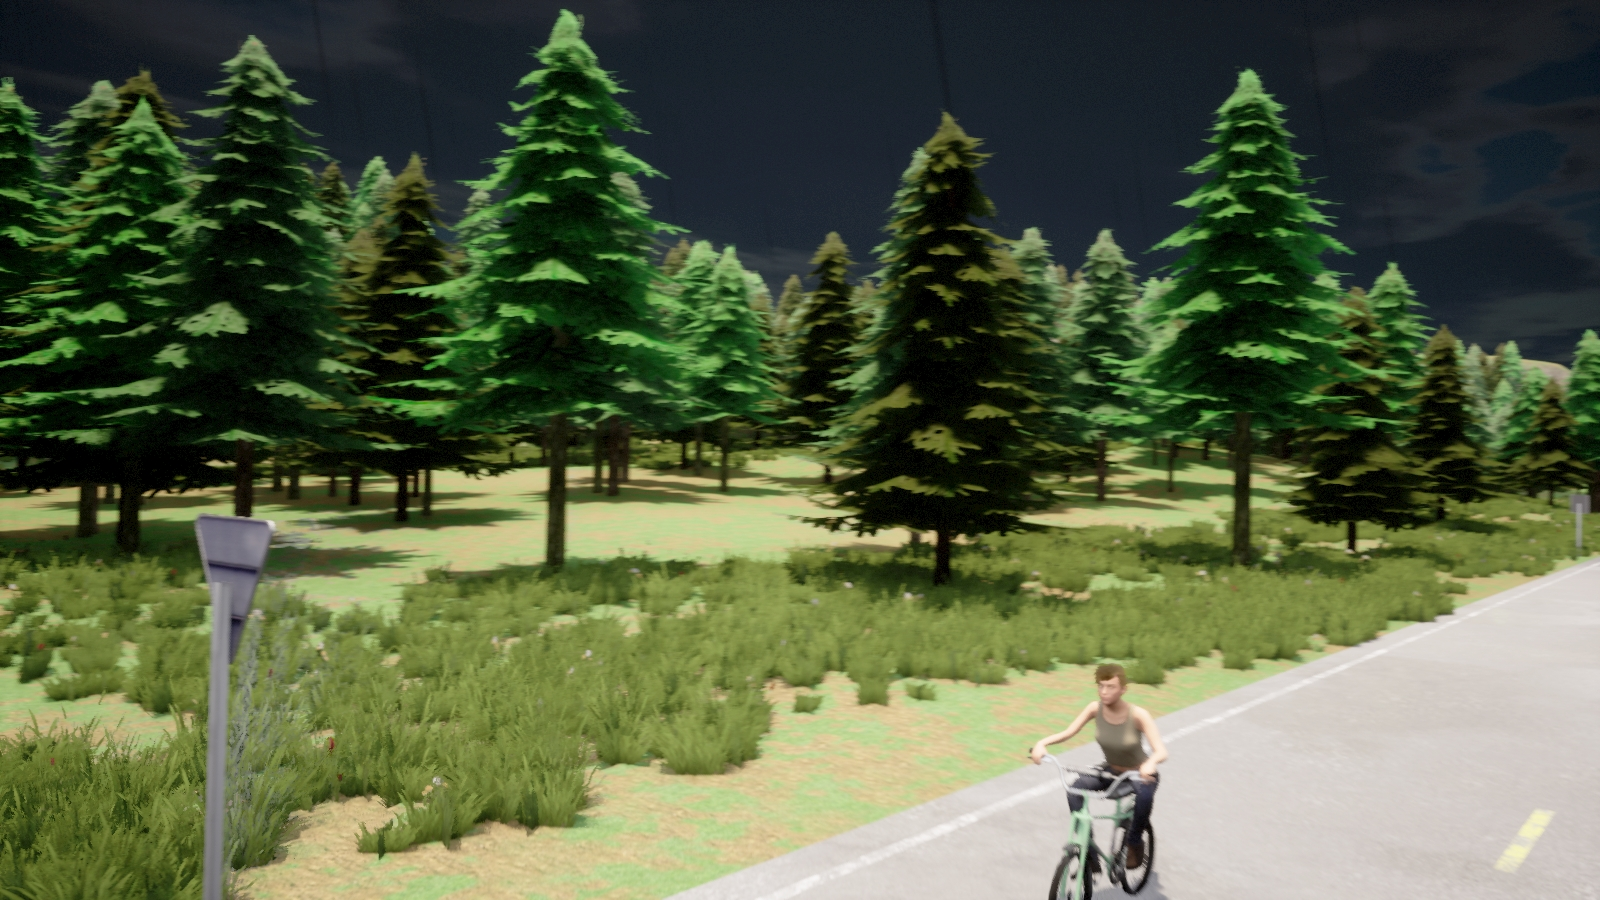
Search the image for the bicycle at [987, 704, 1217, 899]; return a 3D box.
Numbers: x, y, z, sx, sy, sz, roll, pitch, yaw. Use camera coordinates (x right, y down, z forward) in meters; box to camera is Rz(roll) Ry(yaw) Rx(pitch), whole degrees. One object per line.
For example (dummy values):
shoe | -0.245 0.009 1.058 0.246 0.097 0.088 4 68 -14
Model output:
bicycle | 1.964 2.350 7.319 0.859 1.080 1.487 0 0 40
